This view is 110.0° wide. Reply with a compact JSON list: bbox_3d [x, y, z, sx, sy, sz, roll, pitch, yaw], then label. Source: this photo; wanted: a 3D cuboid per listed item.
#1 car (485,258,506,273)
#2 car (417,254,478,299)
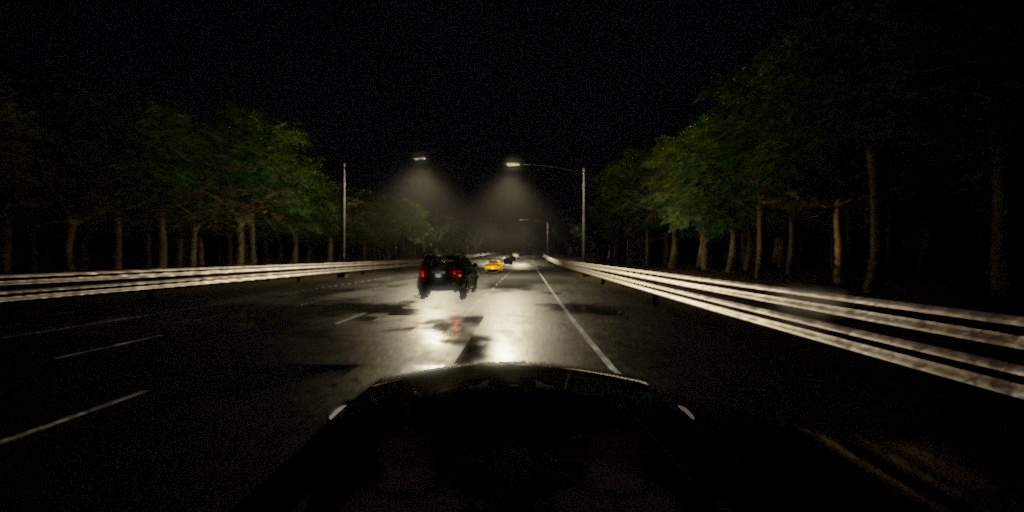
[{"bbox_3d":[-2.060,1.186,42.220,1.882,1.535,5.008,0,0,2],"label":"car"},{"bbox_3d":[-3.080,0.952,18.165,2.150,2.045,5.566,0,0,2],"label":"car"}]
